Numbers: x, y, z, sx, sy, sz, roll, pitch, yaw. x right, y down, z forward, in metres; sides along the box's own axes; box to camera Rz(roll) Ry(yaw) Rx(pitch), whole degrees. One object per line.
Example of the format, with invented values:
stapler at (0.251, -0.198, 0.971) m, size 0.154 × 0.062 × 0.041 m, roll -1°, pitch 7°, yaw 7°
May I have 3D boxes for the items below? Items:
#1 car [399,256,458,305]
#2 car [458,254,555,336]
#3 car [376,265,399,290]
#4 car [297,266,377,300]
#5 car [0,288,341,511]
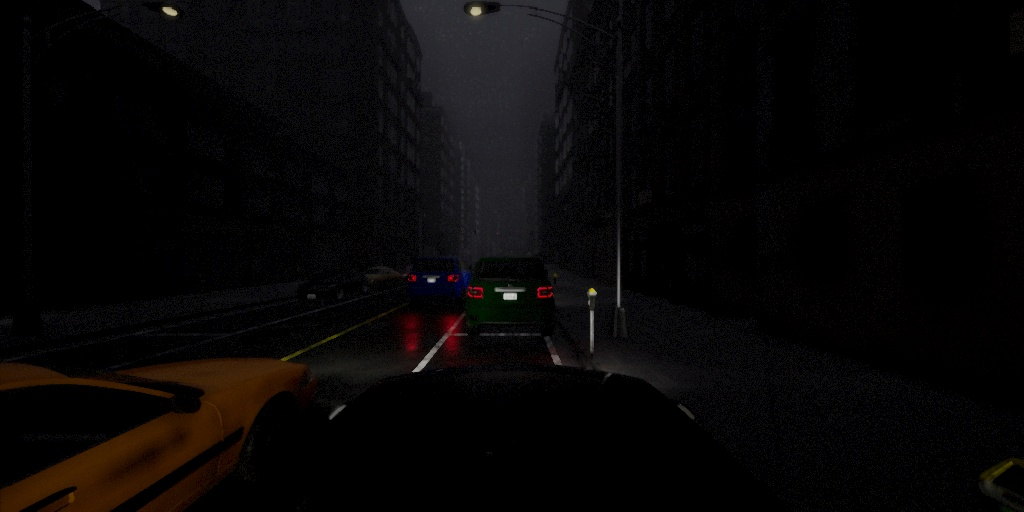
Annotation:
car at (-3.020, 1.008, 16.126) m, size 2.150 × 2.045 × 5.566 m, roll 0°, pitch 0°, yaw 0°
car at (-0.039, 0.977, 10.530) m, size 2.150 × 2.045 × 5.566 m, roll 0°, pitch 0°, yaw 0°
car at (-8.408, 1.274, 22.461) m, size 1.751 × 1.417 × 4.829 m, roll 0°, pitch 0°, yaw 0°
car at (-8.408, 1.315, 17.218) m, size 1.948 × 1.339 × 4.313 m, roll 0°, pitch 0°, yaw 0°
car at (-3.020, 1.205, 1.693) m, size 1.801 × 1.575 × 5.366 m, roll 0°, pitch 0°, yaw 0°
